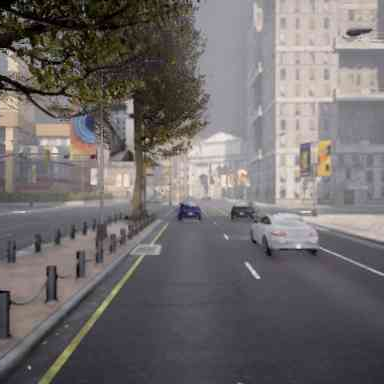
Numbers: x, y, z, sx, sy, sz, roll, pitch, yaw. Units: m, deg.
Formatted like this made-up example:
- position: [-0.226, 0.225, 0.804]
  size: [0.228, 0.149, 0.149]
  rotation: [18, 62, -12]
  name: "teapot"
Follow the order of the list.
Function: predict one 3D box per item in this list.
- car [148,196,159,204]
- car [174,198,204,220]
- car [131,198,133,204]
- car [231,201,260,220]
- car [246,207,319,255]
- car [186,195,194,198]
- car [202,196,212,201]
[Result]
- position: [-8.037, 1.688, 69.387]
  size: [2.128, 1.511, 4.902]
  rotation: [0, 0, 0]
  name: "car"
- position: [-0.432, 1.545, 28.818]
  size: [1.882, 1.535, 5.008]
  rotation: [0, 0, -7]
  name: "car"
- position: [-11.537, 1.687, 69.359]
  size: [1.812, 1.442, 4.674]
  rotation: [0, 0, 0]
  name: "car"
- position: [4.719, 1.545, 28.706]
  size: [1.882, 1.535, 5.008]
  rotation: [-1, 0, 19]
  name: "car"
- position: [3.542, 1.557, 13.299]
  size: [1.812, 1.442, 4.674]
  rotation: [0, 0, 1]
  name: "car"
- position: [-0.454, 1.557, 92.274]
  size: [2.128, 1.511, 4.902]
  rotation: [0, 0, -8]
  name: "car"
- position: [4.116, 1.681, 92.305]
  size: [1.994, 1.385, 4.181]
  rotation: [0, 0, 20]
  name: "car"
